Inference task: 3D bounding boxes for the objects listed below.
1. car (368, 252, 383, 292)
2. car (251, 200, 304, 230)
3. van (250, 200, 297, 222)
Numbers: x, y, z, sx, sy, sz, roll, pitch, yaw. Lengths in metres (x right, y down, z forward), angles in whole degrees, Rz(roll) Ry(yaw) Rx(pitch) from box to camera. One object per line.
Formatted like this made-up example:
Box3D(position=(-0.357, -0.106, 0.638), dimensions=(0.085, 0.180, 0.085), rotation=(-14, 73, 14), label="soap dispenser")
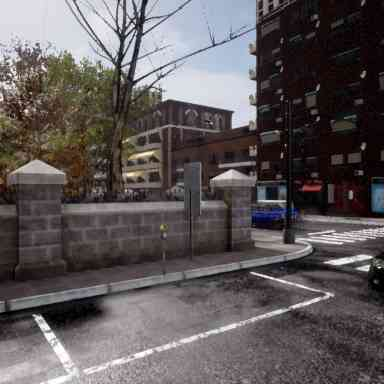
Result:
Box3D(position=(5.777, 1.572, 7.731), dimensions=(4.181, 1.385, 1.994), rotation=(1, 0, -43), label="car")
Box3D(position=(5.405, 1.596, 22.992), dimensions=(2.097, 1.767, 4.553), rotation=(0, -1, -36), label="car")
Box3D(position=(7.313, 1.643, 30.193), dimensions=(1.690, 1.788, 3.998), rotation=(-1, 0, -36), label="van")
